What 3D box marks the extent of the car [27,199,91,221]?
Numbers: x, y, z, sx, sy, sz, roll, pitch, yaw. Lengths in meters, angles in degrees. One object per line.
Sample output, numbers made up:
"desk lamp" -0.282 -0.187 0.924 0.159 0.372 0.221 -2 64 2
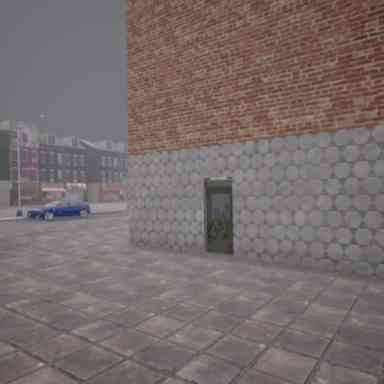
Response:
"car" -10.438 1.367 26.387 1.882 1.535 5.008 -2 0 35
